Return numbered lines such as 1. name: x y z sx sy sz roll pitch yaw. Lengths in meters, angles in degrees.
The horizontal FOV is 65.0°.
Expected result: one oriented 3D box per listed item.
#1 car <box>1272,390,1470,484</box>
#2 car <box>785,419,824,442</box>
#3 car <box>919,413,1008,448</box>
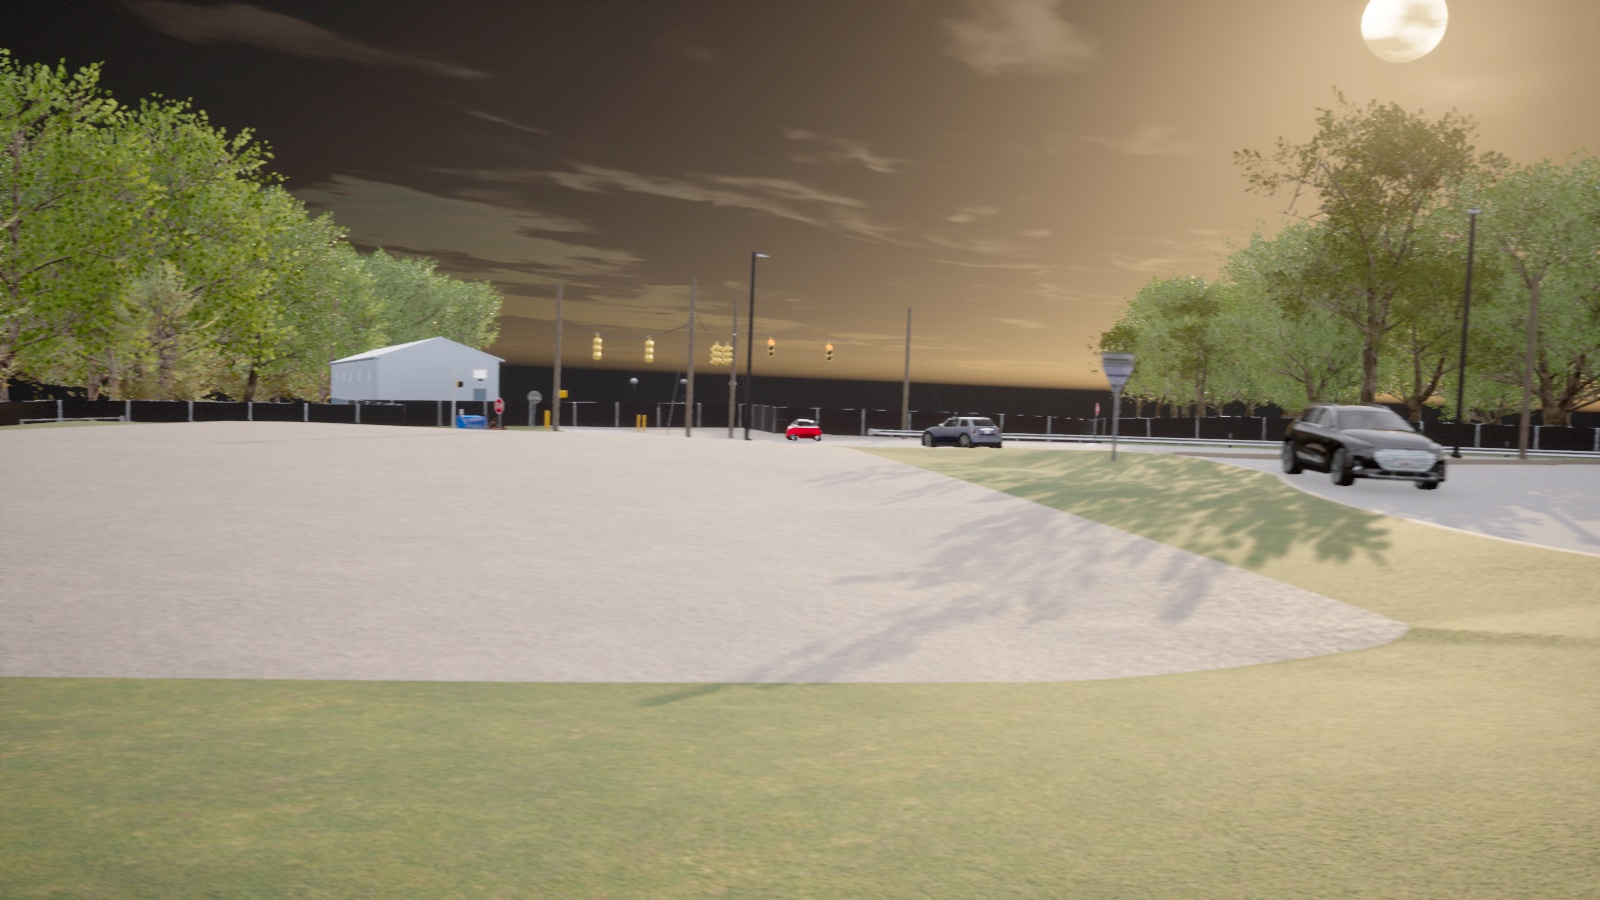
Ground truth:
1. car: 11.628 -0.355 26.015 2.033 1.649 4.856 2 3 3
2. car: 0.256 -1.241 78.300 2.207 1.376 1.481 0 3 -8
3. car: 7.175 -0.877 55.395 1.970 1.475 3.806 -1 1 -32
